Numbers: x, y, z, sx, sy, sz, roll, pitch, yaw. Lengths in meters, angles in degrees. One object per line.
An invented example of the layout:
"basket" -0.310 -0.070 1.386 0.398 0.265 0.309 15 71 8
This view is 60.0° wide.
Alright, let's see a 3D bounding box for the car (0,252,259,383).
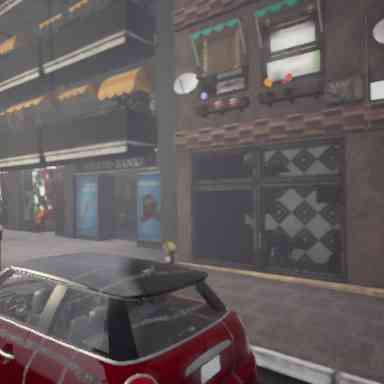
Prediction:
"car" -1.432 1.419 3.773 4.097 1.590 1.967 0 -1 35
